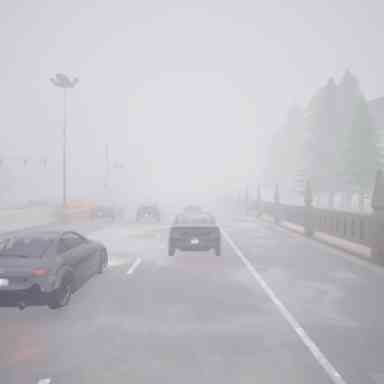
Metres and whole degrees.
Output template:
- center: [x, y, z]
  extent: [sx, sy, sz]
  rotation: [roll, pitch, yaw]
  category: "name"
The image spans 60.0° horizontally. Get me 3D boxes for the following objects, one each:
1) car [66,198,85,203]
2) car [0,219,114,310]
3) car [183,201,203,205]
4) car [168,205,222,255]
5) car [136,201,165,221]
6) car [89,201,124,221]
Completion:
- center: [-14.018, 1.531, 40.066]
  extent: [2.128, 1.511, 4.902]
  rotation: [0, 0, 0]
  category: "car"
- center: [-3.404, 1.571, 7.887]
  extent: [1.994, 1.385, 4.181]
  rotation: [0, 0, 0]
  category: "car"
- center: [0.093, 1.553, 31.291]
  extent: [1.812, 1.442, 4.674]
  rotation: [0, 0, 0]
  category: "car"
- center: [0.097, 1.489, 13.413]
  extent: [1.882, 1.535, 5.008]
  rotation: [0, 0, 0]
  category: "car"
- center: [-3.407, 1.528, 27.376]
  extent: [1.837, 1.490, 4.892]
  rotation: [0, 0, 0]
  category: "car"
- center: [-6.907, 1.503, 27.319]
  extent: [1.882, 1.535, 5.008]
  rotation: [0, 0, 0]
  category: "car"
